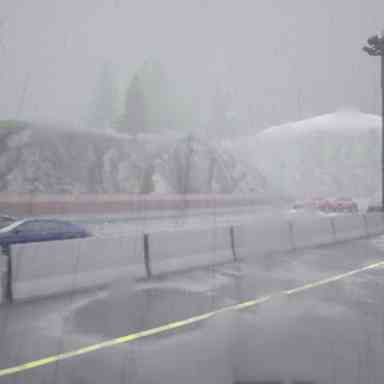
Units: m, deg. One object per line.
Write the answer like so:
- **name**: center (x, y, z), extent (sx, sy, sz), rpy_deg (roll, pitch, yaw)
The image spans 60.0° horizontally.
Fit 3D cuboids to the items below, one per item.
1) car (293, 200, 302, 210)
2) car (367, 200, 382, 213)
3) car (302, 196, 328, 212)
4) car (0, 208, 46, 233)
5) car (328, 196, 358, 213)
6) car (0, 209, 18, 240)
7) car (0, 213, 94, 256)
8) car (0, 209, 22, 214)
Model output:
- **car**: center (16.856, 1.899, 50.528), extent (1.882, 1.535, 5.008), rpy_deg (-1, -1, 36)
- **car**: center (23.427, 1.781, 41.792), extent (1.882, 1.535, 5.008), rpy_deg (-1, -1, 37)
- **car**: center (17.490, 1.589, 45.511), extent (2.150, 2.045, 5.566), rpy_deg (-1, -1, 37)
- **car**: center (-12.306, 1.819, 21.038), extent (5.357, 1.411, 2.033), rpy_deg (0, -1, -36)
- **car**: center (19.622, 1.550, 42.534), extent (2.150, 2.045, 5.566), rpy_deg (-1, -1, 38)
- **car**: center (-11.870, 1.721, 17.089), extent (4.902, 1.511, 2.128), rpy_deg (0, -1, -36)
- **car**: center (-6.117, 1.684, 12.610), extent (4.674, 1.442, 1.812), rpy_deg (0, -1, -37)
- **car**: center (-9.282, 1.685, 14.643), extent (4.902, 1.511, 2.128), rpy_deg (0, -1, -36)
